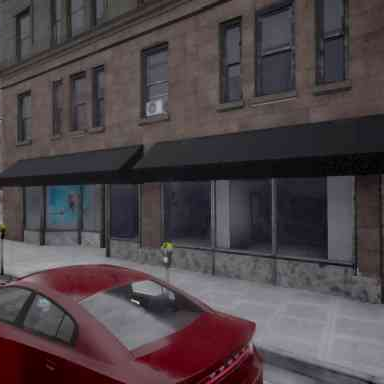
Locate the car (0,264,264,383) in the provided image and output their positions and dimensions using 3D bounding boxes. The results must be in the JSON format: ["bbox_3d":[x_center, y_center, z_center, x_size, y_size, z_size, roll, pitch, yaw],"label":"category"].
[{"bbox_3d":[-1.430,1.545,3.885,4.507,1.381,1.887,0,0,36],"label":"car"}]
